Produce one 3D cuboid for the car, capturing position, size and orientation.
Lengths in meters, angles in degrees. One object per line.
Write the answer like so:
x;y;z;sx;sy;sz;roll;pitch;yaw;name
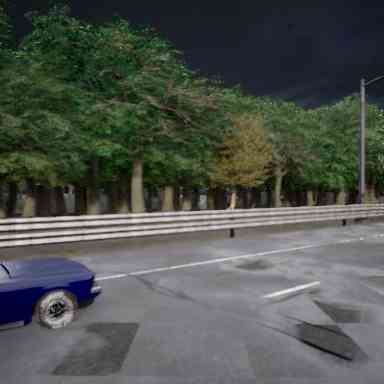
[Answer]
-3.953;1.600;5.231;4.718;1.301;1.895;0;0;-36;car
